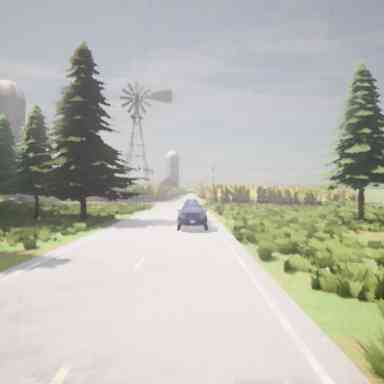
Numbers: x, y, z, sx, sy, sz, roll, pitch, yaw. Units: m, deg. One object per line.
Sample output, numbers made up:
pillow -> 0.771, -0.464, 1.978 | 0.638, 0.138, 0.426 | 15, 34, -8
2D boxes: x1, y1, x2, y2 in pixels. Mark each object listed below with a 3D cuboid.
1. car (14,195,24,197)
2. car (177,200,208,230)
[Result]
car -> -34.338, 1.308, 65.646 | 1.851, 1.617, 3.988 | 0, 0, 0
car -> 0.025, 1.486, 20.815 | 1.812, 1.442, 4.674 | 0, 0, 0
